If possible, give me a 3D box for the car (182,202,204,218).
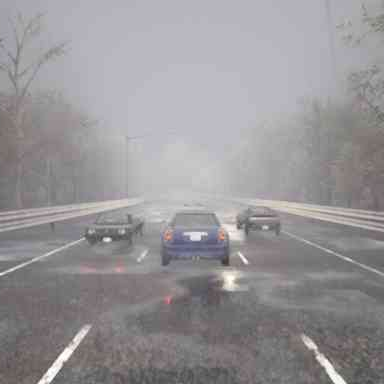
[{"bbox_3d":[0.102,1.653,31.602,1.895,1.301,4.718,0,0,0],"label":"car"}]

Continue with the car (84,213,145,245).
[{"bbox_3d":[-3.397,1.630,15.569,1.895,1.301,4.718,0,0,0],"label":"car"}]

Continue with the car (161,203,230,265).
[{"bbox_3d":[0.103,1.375,11.904,2.097,1.767,4.553,0,0,0],"label":"car"}]

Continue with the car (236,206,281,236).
[{"bbox_3d":[3.601,1.526,18.706,2.128,1.511,4.902,0,0,0],"label":"car"}]
